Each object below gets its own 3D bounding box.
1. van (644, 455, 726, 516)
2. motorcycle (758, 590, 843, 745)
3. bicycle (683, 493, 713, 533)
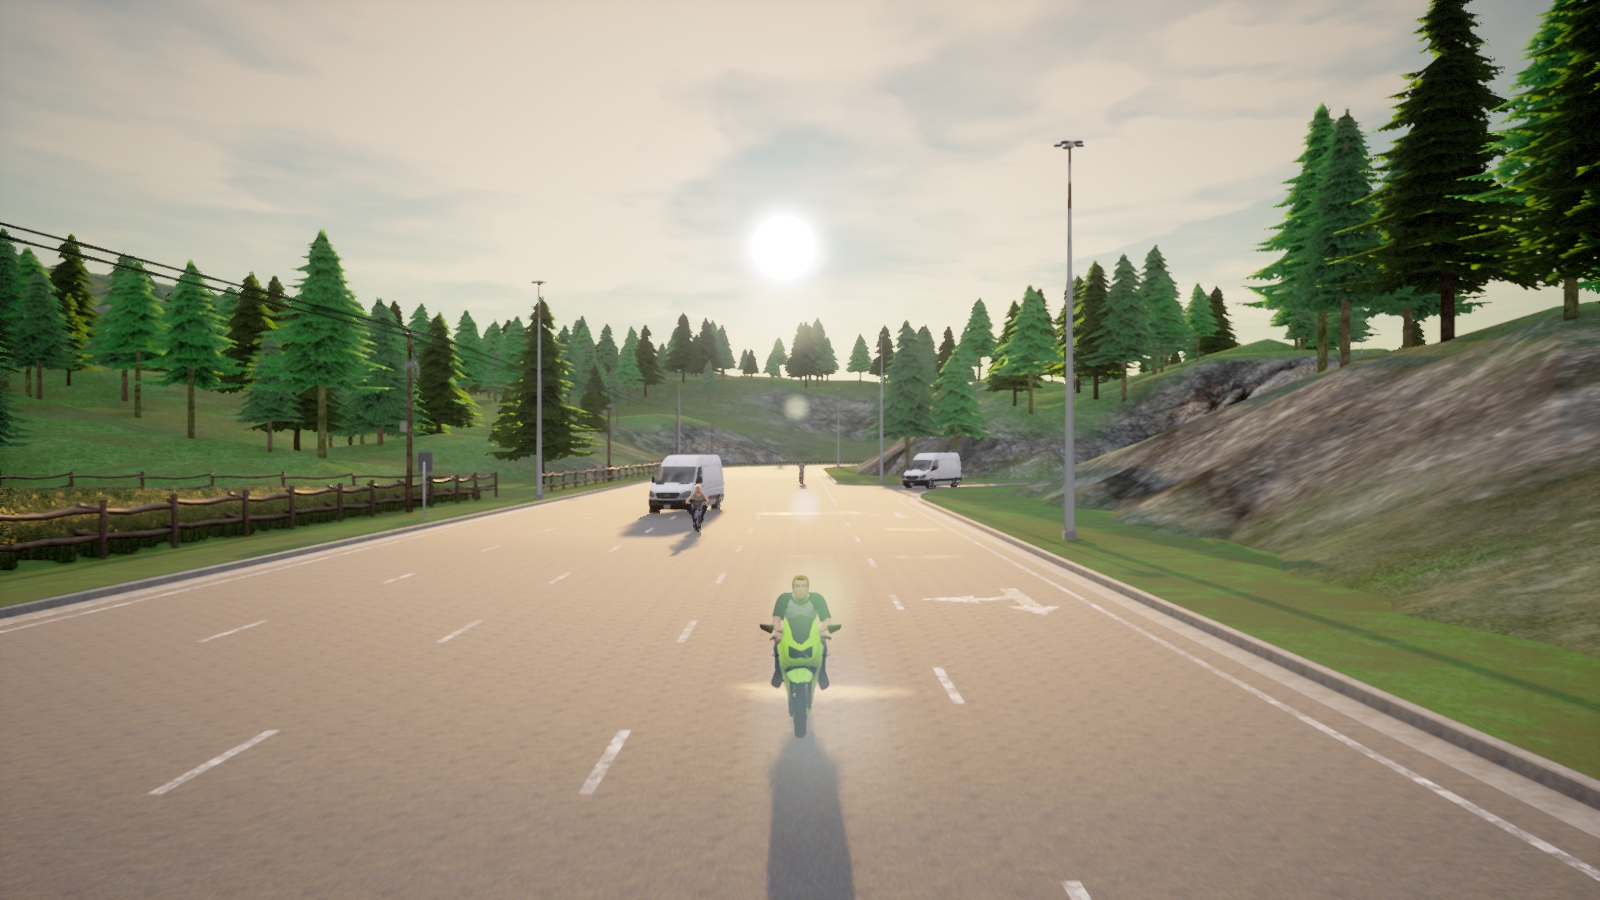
[{"bbox_3d":[-5.048,1.502,51.084,1.988,2.561,5.915,0,0,12],"label":"van"},{"bbox_3d":[0.007,2.177,11.782,0.803,1.199,2.033,0,0,0],"label":"motorcycle"},{"bbox_3d":[-3.454,2.133,38.752,0.859,1.277,1.487,0,0,0],"label":"bicycle"}]
